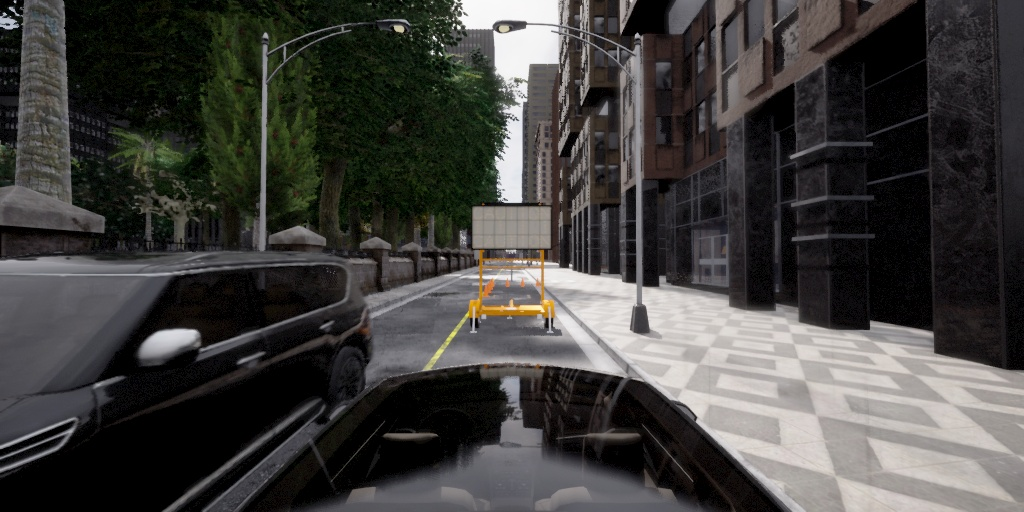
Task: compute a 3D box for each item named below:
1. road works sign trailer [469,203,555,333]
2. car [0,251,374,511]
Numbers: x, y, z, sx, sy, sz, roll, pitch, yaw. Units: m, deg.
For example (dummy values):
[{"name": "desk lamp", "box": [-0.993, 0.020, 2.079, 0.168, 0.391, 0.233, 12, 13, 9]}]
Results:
[{"name": "road works sign trailer", "box": [-0.008, 0.221, 10.735, 2.380, 3.560, 2.880, 0, 0, 0]}, {"name": "car", "box": [-2.999, 0.972, 2.806, 2.150, 2.045, 5.566, 0, 0, 0]}]
